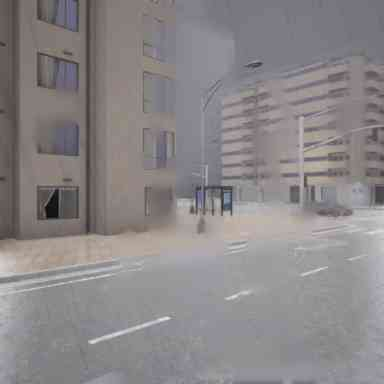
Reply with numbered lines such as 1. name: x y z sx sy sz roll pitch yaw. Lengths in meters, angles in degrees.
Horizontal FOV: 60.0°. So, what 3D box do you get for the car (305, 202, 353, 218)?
1. car: 12.687 1.619 31.013 1.994 1.385 4.181 0 0 -37
